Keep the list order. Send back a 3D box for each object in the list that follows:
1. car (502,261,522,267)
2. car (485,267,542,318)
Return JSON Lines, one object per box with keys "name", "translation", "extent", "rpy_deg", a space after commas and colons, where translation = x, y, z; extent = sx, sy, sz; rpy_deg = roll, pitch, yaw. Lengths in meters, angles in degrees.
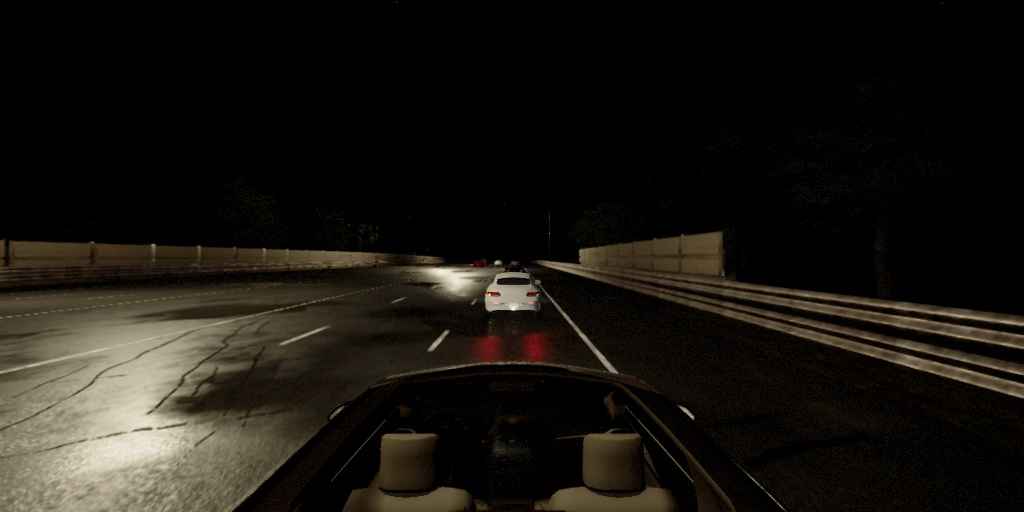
{"name": "car", "translation": [0.242, 1.450, 35.786], "extent": [1.895, 1.301, 4.718], "rpy_deg": [0, 0, 0]}
{"name": "car", "translation": [0.058, 1.293, 12.865], "extent": [1.812, 1.442, 4.674], "rpy_deg": [0, 0, 0]}
